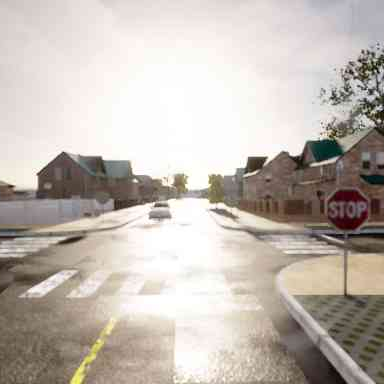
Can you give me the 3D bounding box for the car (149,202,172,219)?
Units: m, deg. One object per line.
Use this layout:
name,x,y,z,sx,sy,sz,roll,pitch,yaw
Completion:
car,-2.764,1.640,29.882,1.812,1.442,4.674,0,1,0
